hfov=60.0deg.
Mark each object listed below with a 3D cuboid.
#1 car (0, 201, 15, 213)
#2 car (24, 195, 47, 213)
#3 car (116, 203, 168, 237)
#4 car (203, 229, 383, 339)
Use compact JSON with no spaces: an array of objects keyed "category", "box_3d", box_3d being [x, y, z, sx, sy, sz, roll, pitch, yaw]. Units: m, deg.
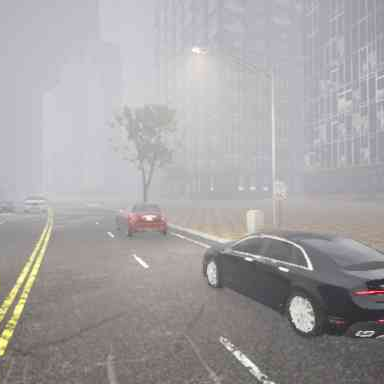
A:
[{"category":"car","box_3d":[-21.505,1.686,38.105,1.994,1.385,4.181,0,0,-24]},{"category":"car","box_3d":[-18.516,1.346,39.380,2.150,2.045,5.566,0,0,-24]},{"category":"car","box_3d":[-2.924,1.395,18.651,2.097,1.767,4.553,0,0,-21]},{"category":"car","box_3d":[1.922,1.518,6.773,1.837,1.490,4.892,0,0,-25]}]
